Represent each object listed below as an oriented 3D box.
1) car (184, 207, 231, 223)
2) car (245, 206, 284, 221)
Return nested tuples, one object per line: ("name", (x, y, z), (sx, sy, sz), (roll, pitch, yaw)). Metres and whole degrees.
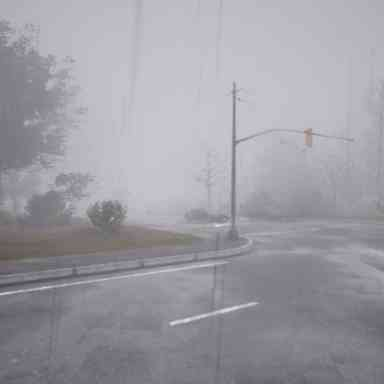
("car", (1.301, 2.076, 30.672), (2.033, 1.411, 5.357), (1, -2, -33))
("car", (7.410, 2.169, 34.303), (1.994, 1.385, 4.181), (1, -2, -33))
